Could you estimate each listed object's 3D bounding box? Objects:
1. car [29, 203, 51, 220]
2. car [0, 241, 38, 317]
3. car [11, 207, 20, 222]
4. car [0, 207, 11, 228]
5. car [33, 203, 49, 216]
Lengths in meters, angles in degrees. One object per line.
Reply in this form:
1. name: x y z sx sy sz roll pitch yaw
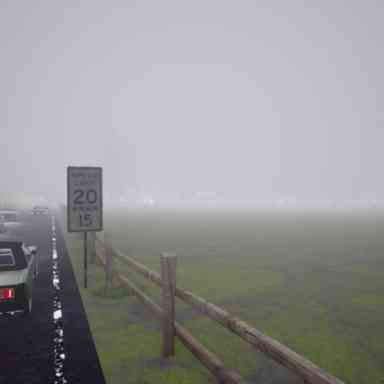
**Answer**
1. car: -16.136 2.164 35.198 2.033 1.411 5.357 0 -1 -22
2. car: -4.439 1.723 7.249 1.895 1.301 4.718 0 -1 -23
3. car: -18.053 2.159 32.400 1.994 1.385 4.181 0 -1 -22
4. car: -14.196 1.978 23.124 2.033 1.411 5.357 0 -1 -23
5. car: -20.096 2.289 44.497 1.837 1.490 4.892 0 -1 -23
